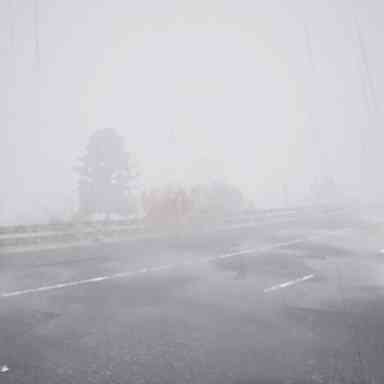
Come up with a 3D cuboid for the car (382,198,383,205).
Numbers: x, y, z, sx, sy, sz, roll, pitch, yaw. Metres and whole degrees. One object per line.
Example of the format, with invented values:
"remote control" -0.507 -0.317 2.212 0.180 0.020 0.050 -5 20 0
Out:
"car" 31.501 1.365 52.754 2.128 1.511 4.902 0 0 21
